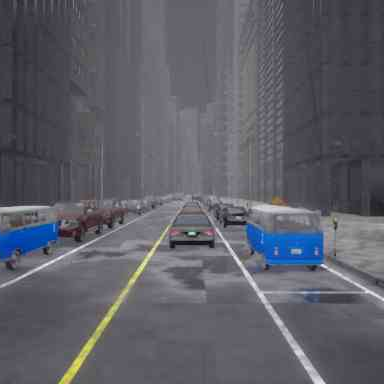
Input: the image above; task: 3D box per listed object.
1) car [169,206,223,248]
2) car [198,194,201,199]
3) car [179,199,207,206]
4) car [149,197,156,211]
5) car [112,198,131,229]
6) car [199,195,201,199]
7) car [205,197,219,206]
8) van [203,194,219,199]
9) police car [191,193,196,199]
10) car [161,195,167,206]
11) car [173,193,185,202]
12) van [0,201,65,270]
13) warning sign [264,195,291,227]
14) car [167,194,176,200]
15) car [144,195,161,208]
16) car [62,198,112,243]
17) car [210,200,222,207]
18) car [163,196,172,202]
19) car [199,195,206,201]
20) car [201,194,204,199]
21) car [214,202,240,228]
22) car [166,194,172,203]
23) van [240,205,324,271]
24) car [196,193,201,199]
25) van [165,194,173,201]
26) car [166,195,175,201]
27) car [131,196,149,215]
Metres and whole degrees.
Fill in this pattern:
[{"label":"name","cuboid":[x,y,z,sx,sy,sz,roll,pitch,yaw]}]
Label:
[{"label":"car","cuboid":[0.000,1.566,14.650,2.033,1.411,5.357,0,0,0]},{"label":"car","cuboid":[2.764,1.627,72.360,1.802,1.307,4.206,0,0,0]},{"label":"car","cuboid":[0.000,1.582,29.650,1.994,1.385,4.181,0,0,0]},{"label":"car","cuboid":[-5.761,1.564,38.690,2.008,1.369,4.403,0,0,0]},{"label":"car","cuboid":[-5.761,1.319,21.861,2.192,1.841,5.009,0,0,0]},{"label":"car","cuboid":[2.764,1.598,61.141,1.947,1.339,4.313,0,0,0]},{"label":"car","cuboid":[2.764,1.558,38.706,1.887,1.381,4.507,0,0,0]},{"label":"van","cuboid":[2.764,1.358,44.315,1.690,1.788,3.998,0,0,0]},{"label":"police car","cuboid":[0.900,1.494,89.859,1.930,1.638,5.238,0,0,0]},{"label":"car","cuboid":[-5.761,1.592,55.519,1.947,1.339,4.313,0,0,0]},{"label":"car","cuboid":[-3.000,1.583,76.748,2.033,1.411,5.357,0,0,0]},{"label":"van","cuboid":[-5.761,1.341,10.642,1.690,1.788,3.998,0,0,0]},{"label":"warning sign","cuboid":[5.066,1.119,19.750,1.300,1.860,1.060,0,0,0]},{"label":"car","cuboid":[-5.761,1.390,94.785,2.192,1.841,5.009,0,0,0]},{"label":"car","cuboid":[-5.761,1.332,44.300,2.192,1.841,5.009,0,0,0]},{"label":"car","cuboid":[-5.761,1.317,16.253,2.192,1.841,5.009,0,0,0]},{"label":"car","cuboid":[2.764,1.573,27.487,1.947,1.339,4.313,0,0,0]},{"label":"car","cuboid":[-5.761,1.577,77.787,1.752,1.417,4.829,0,0,0]},{"label":"car","cuboid":[2.764,1.593,89.358,1.752,1.417,4.829,0,0,0]},{"label":"car","cuboid":[2.764,1.461,49.924,1.967,1.590,4.097,0,0,0]},{"label":"car","cuboid":[2.764,1.570,21.878,1.947,1.339,4.313,0,0,0]},{"label":"car","cuboid":[-5.761,1.588,66.738,2.008,1.369,4.403,0,0,0]},{"label":"van","cuboid":[2.765,1.342,10.660,1.690,1.788,3.998,0,0,0]},{"label":"car","cuboid":[2.764,1.367,77.969,2.192,1.841,5.009,0,0,0]},{"label":"van","cuboid":[-5.761,1.400,83.566,1.690,1.788,3.998,0,0,0]},{"label":"car","cuboid":[-5.761,1.507,89.176,1.967,1.590,4.097,0,0,0]},{"label":"car","cuboid":[-5.761,1.450,33.081,1.967,1.590,4.097,0,0,0]}]
